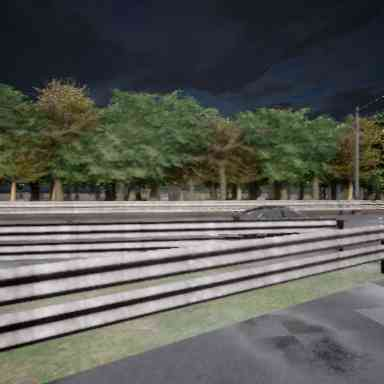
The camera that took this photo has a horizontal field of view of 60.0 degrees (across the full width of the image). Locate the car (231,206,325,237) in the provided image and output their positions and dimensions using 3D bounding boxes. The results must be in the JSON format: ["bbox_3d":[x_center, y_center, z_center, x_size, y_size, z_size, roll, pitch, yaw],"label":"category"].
[{"bbox_3d":[4.206,1.467,15.967,4.892,1.490,1.837,0,0,-14],"label":"car"}]
